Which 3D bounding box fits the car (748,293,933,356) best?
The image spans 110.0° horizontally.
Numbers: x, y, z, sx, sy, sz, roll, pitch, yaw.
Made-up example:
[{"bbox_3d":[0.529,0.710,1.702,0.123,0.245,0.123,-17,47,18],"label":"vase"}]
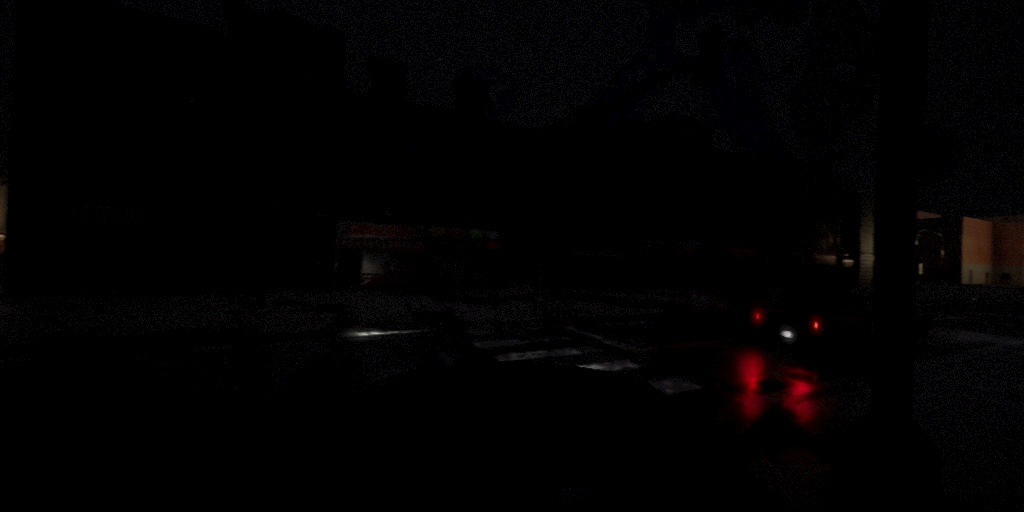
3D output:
[{"bbox_3d":[8.654,1.648,9.399,4.718,1.301,1.895,2,-1,-21],"label":"car"}]
